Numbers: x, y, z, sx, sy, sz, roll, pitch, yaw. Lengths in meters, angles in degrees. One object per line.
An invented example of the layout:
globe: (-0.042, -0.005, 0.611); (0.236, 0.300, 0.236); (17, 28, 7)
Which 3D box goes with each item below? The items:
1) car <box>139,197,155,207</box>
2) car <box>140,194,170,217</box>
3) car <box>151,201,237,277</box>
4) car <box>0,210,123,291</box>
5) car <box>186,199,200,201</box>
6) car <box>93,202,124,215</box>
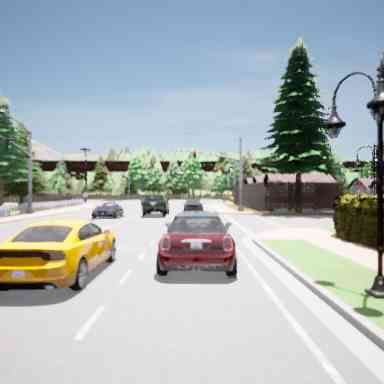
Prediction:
car: (-6.999, 1.481, 52.184); (1.837, 1.490, 4.892); (0, 0, 0)
car: (-3.397, 1.204, 31.769); (2.150, 2.045, 5.566); (0, 0, 0)
car: (0.196, 1.348, 10.418); (2.097, 1.767, 4.553); (0, 0, 2)
car: (-3.417, 1.473, 9.041); (1.882, 1.535, 5.008); (0, 0, 0)
car: (0.101, 1.487, 32.684); (1.837, 1.490, 4.892); (0, 0, 0)
car: (-7.095, 1.549, 28.288); (1.994, 1.385, 4.181); (0, 0, 0)
